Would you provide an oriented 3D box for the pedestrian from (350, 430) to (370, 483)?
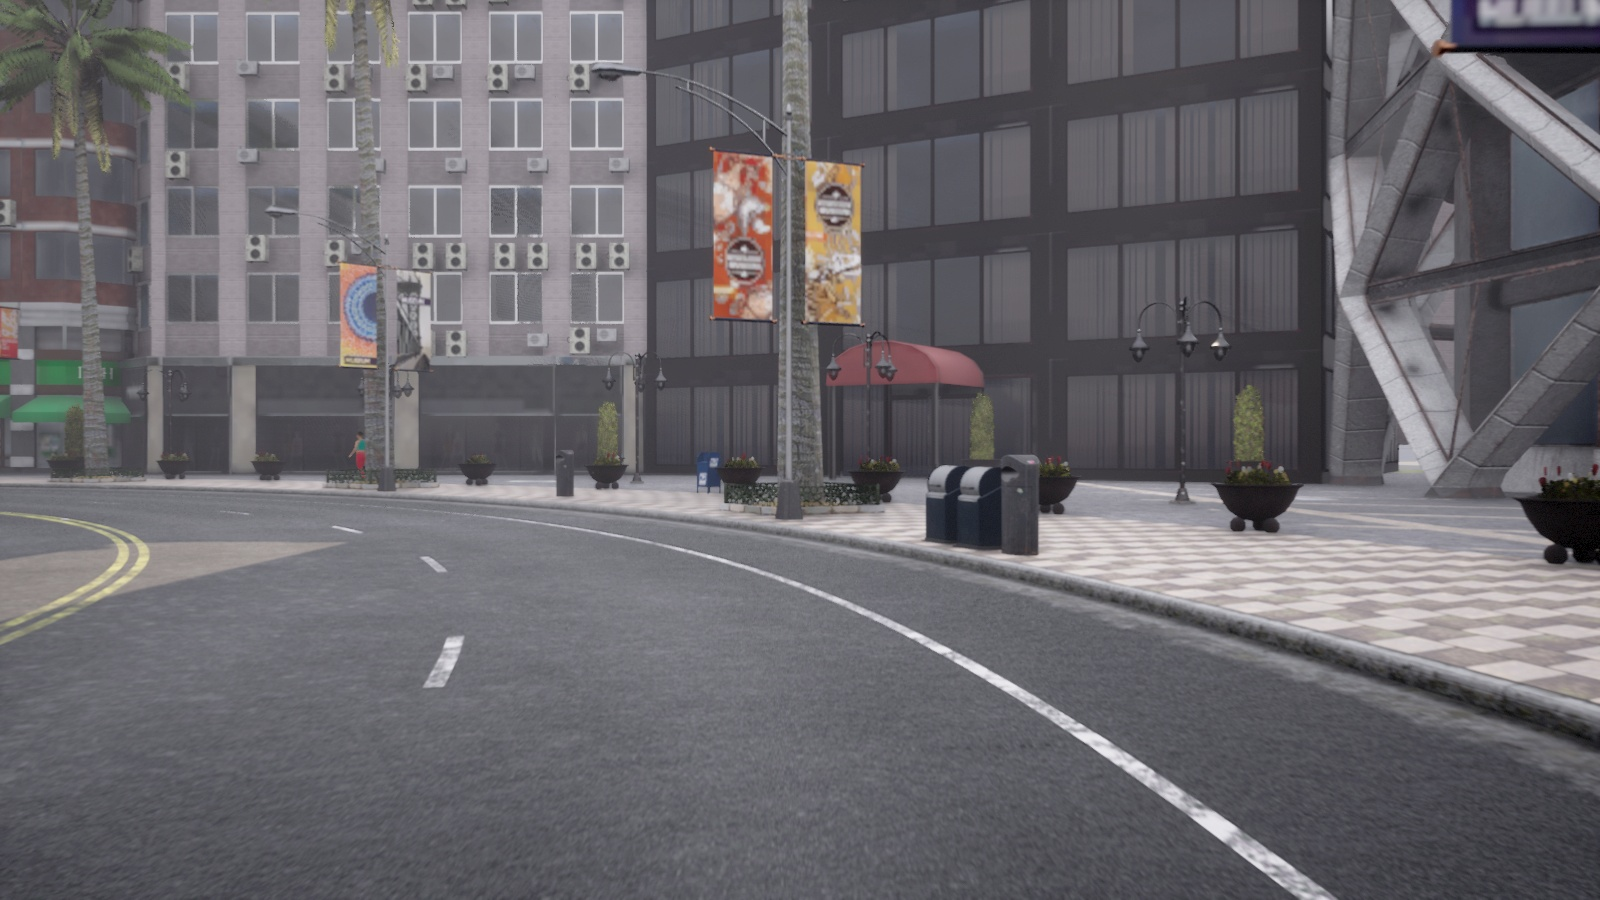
[{"bbox_3d":[-15.197,0.218,43.399,0.594,1.836,0.345,0,0,25],"label":"pedestrian"}]
